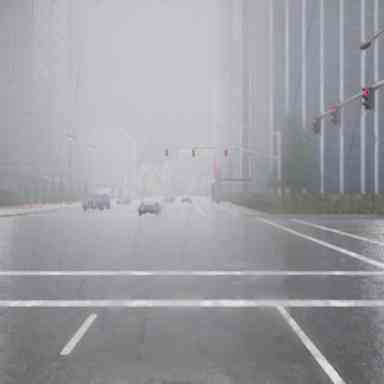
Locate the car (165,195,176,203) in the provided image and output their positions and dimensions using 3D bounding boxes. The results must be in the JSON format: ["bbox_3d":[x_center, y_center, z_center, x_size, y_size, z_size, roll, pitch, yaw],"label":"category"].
[{"bbox_3d":[-4.679,1.519,67.904,2.033,1.411,5.357,0,0,-1],"label":"car"}]

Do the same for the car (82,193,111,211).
[{"bbox_3d":[-11.348,1.205,39.906,2.150,2.045,5.566,0,0,1],"label":"car"}]

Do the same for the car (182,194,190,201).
[{"bbox_3d":[-1.337,1.353,78.571,1.882,1.535,5.008,0,0,-1],"label":"car"}]

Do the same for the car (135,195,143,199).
[{"bbox_3d":[-11.747,1.224,72.466,1.812,1.442,4.674,0,0,-1],"label":"car"}]

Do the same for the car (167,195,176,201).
[{"bbox_3d":[-4.837,1.376,78.520,1.837,1.490,4.892,0,0,-1],"label":"car"}]

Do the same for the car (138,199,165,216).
[{"bbox_3d":[-4.030,1.587,32.508,1.895,1.301,4.718,0,0,-1],"label":"car"}]

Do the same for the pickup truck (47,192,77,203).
[{"bbox_3d":[-24.727,1.034,62.865,2.390,2.098,6.274,0,0,30],"label":"pickup truck"}]

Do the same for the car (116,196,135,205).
[{"bbox_3d":[-11.567,1.469,56.578,2.128,1.511,4.902,0,0,0],"label":"car"}]

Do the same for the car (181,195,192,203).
[{"bbox_3d":[-1.185,1.496,68.321,1.812,1.442,4.674,0,0,-1],"label":"car"}]
